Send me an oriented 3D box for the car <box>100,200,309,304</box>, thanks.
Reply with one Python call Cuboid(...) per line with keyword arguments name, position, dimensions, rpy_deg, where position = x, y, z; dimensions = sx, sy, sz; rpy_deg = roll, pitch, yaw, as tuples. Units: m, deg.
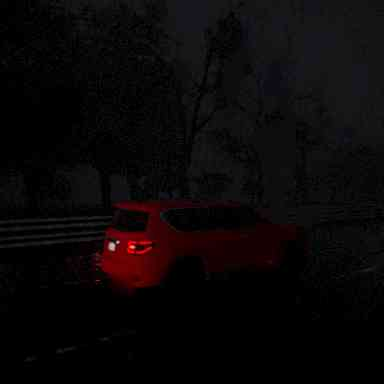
Cuboid(name="car", position=(0.541, 1.213, 8.387), dimensions=(5.566, 2.045, 2.150), rpy_deg=(0, 0, -35))
